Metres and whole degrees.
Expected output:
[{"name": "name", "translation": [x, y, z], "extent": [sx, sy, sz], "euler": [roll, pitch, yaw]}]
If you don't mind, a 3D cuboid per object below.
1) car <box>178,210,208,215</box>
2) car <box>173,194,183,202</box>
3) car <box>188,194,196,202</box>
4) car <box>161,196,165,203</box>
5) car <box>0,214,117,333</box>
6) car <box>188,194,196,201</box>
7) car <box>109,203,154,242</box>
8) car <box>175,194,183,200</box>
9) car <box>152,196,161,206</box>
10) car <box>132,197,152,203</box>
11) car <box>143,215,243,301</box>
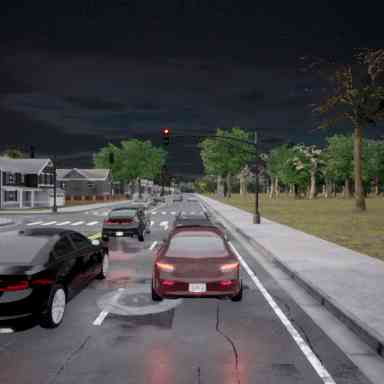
[{"name": "car", "translation": [0.045, 1.600, 17.344], "extent": [1.895, 1.301, 4.718], "euler": [0, 0, 1]}, {"name": "car", "translation": [-3.247, 1.495, 73.535], "extent": [2.033, 1.411, 5.357], "euler": [0, 0, 0]}, {"name": "car", "translation": [0.003, 1.551, 73.981], "extent": [1.895, 1.301, 4.718], "euler": [0, 0, 0]}, {"name": "car", "translation": [-6.523, 1.533, 66.931], "extent": [1.994, 1.385, 4.181], "euler": [0, 0, 0]}, {"name": "car", "translation": [-3.152, 1.477, 6.977], "extent": [1.882, 1.535, 5.008], "euler": [0, 0, 0]}, {"name": "car", "translation": [0.004, 1.329, 83.955], "extent": [2.128, 1.511, 4.902], "euler": [0, 0, 0]}, {"name": "car", "translation": [-3.125, 1.504, 16.400], "extent": [1.837, 1.490, 4.892], "euler": [0, 0, -2]}, {"name": "car", "translation": [-3.246, 1.328, 83.956], "extent": [1.812, 1.442, 4.674], "euler": [0, 0, 0]}, {"name": "car", "translation": [-6.590, 1.472, 52.142], "extent": [2.128, 1.511, 4.902], "euler": [0, 0, 0]}, {"name": "car", "translation": [-6.596, 1.592, 42.019], "extent": [1.895, 1.301, 4.718], "euler": [0, 0, 0]}, {"name": "car", "translation": [0.102, 1.525, 8.178], "extent": [1.812, 1.442, 4.674], "euler": [0, 0, 0]}]
